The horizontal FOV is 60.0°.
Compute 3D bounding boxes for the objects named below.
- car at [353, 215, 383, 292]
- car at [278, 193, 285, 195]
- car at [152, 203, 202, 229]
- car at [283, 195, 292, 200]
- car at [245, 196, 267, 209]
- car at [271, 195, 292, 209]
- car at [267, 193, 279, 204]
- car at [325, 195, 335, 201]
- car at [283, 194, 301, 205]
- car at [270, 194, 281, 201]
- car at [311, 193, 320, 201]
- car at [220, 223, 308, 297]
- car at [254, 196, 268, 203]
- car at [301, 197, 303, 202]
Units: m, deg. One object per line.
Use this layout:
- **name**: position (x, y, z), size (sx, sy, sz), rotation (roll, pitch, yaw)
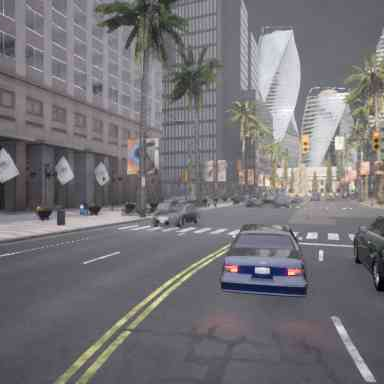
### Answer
- **car**: position (5.661, 1.352, 8.755), size (2.097, 1.767, 4.553), rotation (0, 0, 18)
- **car**: position (19.672, 1.225, 73.994), size (2.150, 2.045, 5.566), rotation (0, 0, 21)
- **car**: position (-0.881, 1.491, 22.084), size (2.128, 1.511, 4.902), rotation (0, 0, 21)
- **car**: position (25.298, 1.501, 88.328), size (1.994, 1.385, 4.181), rotation (0, 0, 21)
- **car**: position (8.796, 1.564, 46.649), size (1.994, 1.385, 4.181), rotation (0, 0, 22)
- **car**: position (12.443, 1.507, 45.835), size (1.837, 1.490, 4.892), rotation (0, -1, 18)
- **car**: position (13.902, 1.477, 59.528), size (1.882, 1.535, 5.008), rotation (0, 0, 21)
- **car**: position (34.270, 1.591, 82.389), size (1.895, 1.301, 4.718), rotation (0, 0, 21)
- **car**: position (18.369, 1.547, 61.263), size (2.033, 1.411, 5.357), rotation (0, 0, 22)
- **car**: position (22.554, 1.354, 89.830), size (2.185, 1.767, 4.553), rotation (0, 0, 21)
- **car**: position (30.113, 1.553, 81.348), size (1.994, 1.385, 4.181), rotation (0, 0, 21)
- **car**: position (1.946, 1.547, 8.787), size (2.033, 1.411, 5.357), rotation (0, 0, 14)
- **car**: position (14.451, 1.513, 69.450), size (2.161, 1.482, 4.786), rotation (0, 0, 21)
- **car**: position (23.921, 1.553, 75.225), size (1.994, 1.385, 4.181), rotation (0, 0, 22)
